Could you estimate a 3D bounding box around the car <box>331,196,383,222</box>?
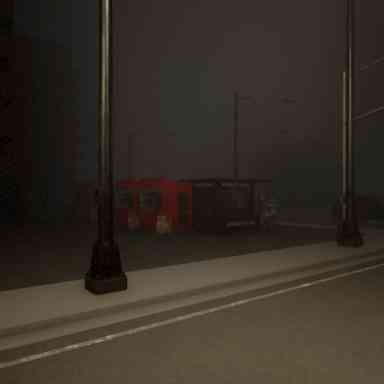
[{"bbox_3d":[12.978,1.288,24.076,2.150,2.045,5.566,0,-1,-36],"label":"car"}]
